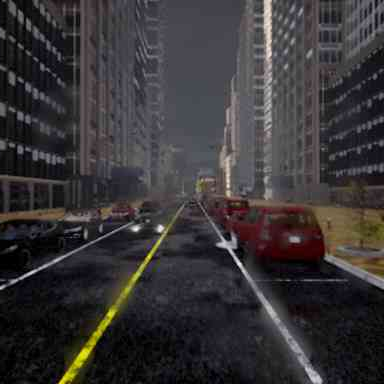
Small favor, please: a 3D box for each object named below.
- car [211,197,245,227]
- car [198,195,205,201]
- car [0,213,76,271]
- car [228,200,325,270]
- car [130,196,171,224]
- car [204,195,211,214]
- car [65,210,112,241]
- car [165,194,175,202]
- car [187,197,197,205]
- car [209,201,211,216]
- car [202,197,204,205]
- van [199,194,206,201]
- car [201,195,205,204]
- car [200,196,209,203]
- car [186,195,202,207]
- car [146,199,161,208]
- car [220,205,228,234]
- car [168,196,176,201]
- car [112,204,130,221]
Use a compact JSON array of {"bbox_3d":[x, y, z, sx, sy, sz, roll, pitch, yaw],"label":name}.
[{"bbox_3d":[2.693,1.367,22.183,2.192,1.841,5.009,0,0,0],"label":"car"},{"bbox_3d":[2.685,1.648,94.194,1.967,1.590,4.097,0,0,0],"label":"car"},{"bbox_3d":[-5.688,1.592,11.102,1.947,1.339,4.313,0,0,0],"label":"car"},{"bbox_3d":[2.694,1.341,11.104,2.192,1.841,5.009,0,0,0],"label":"car"},{"bbox_3d":[-3.030,1.409,25.162,2.097,1.767,4.553,0,0,0],"label":"car"},{"bbox_3d":[2.692,1.391,33.262,2.192,1.841,5.009,0,0,0],"label":"car"},{"bbox_3d":[-5.688,1.590,16.641,2.008,1.369,4.403,0,0,0],"label":"car"},{"bbox_3d":[-5.693,1.487,77.575,2.192,1.841,5.009,0,0,0],"label":"car"},{"bbox_3d":[-0.005,1.706,63.068,1.994,1.385,4.181,0,0,0],"label":"car"},{"bbox_3d":[2.691,1.630,27.722,1.947,1.339,4.313,0,0,0],"label":"car"},{"bbox_3d":[2.690,1.652,44.340,2.008,1.369,4.403,0,0,0],"label":"car"},{"bbox_3d":[2.686,1.537,88.654,1.690,1.788,3.998,0,0,0],"label":"van"},{"bbox_3d":[2.689,1.639,50.049,1.752,1.417,4.829,0,0,0],"label":"car"},{"bbox_3d":[2.687,1.601,72.036,1.967,1.590,4.097,0,0,0],"label":"car"},{"bbox_3d":[-0.005,1.611,52.644,2.128,1.511,4.902,0,0,0],"label":"car"},{"bbox_3d":[-5.691,1.695,49.878,1.802,1.307,4.206,0,0,0],"label":"car"},{"bbox_3d":[2.692,1.584,16.643,1.887,1.381,4.507,0,0,0],"label":"car"},{"bbox_3d":[-5.696,1.752,94.192,1.887,1.381,4.507,0,0,0],"label":"car"},{"bbox_3d":[-5.689,1.646,27.720,1.802,1.307,4.206,0,0,0],"label":"car"}]
